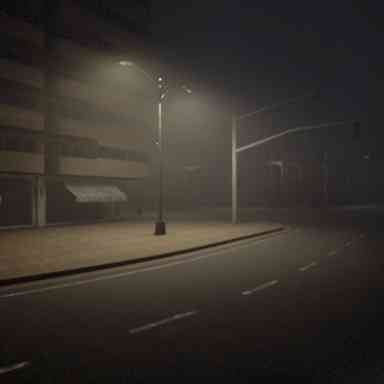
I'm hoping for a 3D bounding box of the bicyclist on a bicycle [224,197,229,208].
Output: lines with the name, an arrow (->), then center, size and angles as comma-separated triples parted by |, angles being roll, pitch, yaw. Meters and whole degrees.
bicyclist on a bicycle -> 5.123, 1.606, 49.294 | 0.582, 1.620, 1.656 | 0, 0, 36
